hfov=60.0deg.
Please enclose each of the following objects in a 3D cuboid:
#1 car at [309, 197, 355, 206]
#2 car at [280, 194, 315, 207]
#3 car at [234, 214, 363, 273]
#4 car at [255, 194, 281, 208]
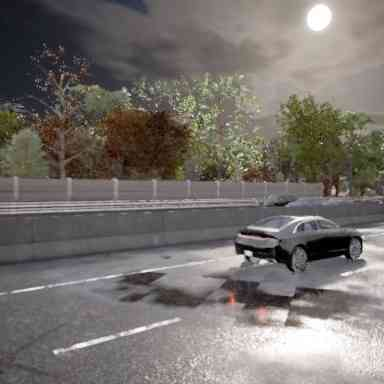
[{"bbox_3d":[13.312,1.443,30.554,4.892,1.490,1.837,0,0,-35],"label":"car"},{"bbox_3d":[11.509,1.278,33.566,4.553,1.767,2.097,0,0,-35],"label":"car"},{"bbox_3d":[3.528,1.465,10.559,4.902,1.511,2.128,0,0,-35],"label":"car"},{"bbox_3d":[9.433,1.236,36.384,5.566,2.045,2.150,0,0,-35],"label":"car"}]
